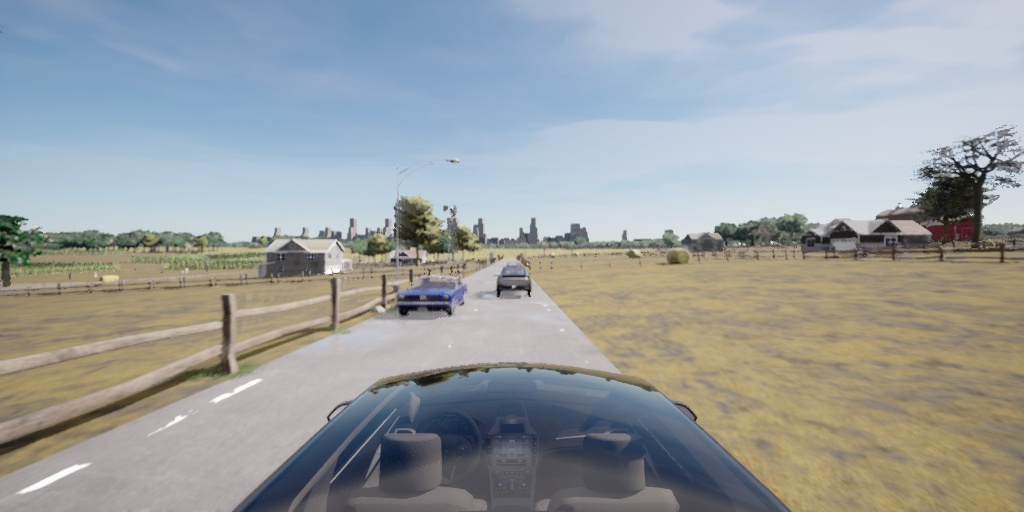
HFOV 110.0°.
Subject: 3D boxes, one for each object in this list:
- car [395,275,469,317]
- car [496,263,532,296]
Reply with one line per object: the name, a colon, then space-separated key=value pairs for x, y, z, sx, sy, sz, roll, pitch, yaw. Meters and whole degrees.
car: x=-2.850 y=1.414 z=13.672 sx=1.895 sy=1.301 sz=4.718 roll=0 pitch=0 yaw=0
car: x=0.102 y=1.337 z=20.161 sx=2.128 sy=1.511 sz=4.902 roll=0 pitch=0 yaw=0
